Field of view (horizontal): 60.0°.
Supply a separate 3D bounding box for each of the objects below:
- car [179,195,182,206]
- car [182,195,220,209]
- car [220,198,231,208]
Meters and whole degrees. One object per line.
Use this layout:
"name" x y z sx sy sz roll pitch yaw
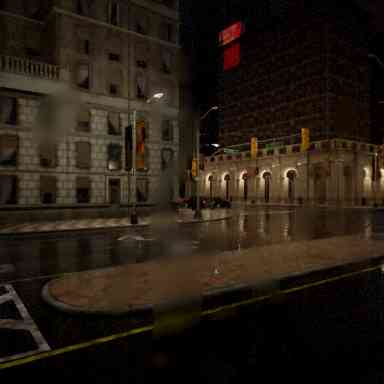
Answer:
"car" -2.256 1.352 55.888 2.097 1.767 4.553 0 0 -35
"car" 1.196 1.352 44.987 2.097 1.767 4.553 0 0 -35
"car" 3.490 1.478 47.792 1.882 1.535 5.008 0 0 -36
